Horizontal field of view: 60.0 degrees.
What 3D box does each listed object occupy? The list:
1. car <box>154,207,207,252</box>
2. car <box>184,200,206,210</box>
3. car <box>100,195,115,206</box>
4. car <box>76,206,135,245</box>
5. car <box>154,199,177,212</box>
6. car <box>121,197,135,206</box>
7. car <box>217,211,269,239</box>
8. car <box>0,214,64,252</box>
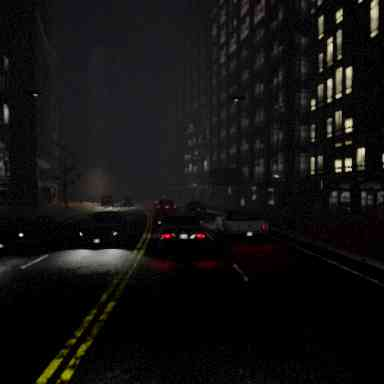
[{"bbox_3d":[-0.467,1.612,14.196,2.033,1.411,5.357,0,0,-4],"label":"car"},{"bbox_3d":[0.253,1.620,35.931,1.882,1.535,5.008,0,0,-9],"label":"car"},{"bbox_3d":[-14.171,1.491,56.030,2.150,2.045,5.566,0,0,-14],"label":"car"},{"bbox_3d":[-4.072,1.627,16.210,2.033,1.411,5.357,0,0,-4],"label":"car"},{"bbox_3d":[-2.735,1.498,34.004,2.097,1.767,4.553,0,0,-9],"label":"car"},{"bbox_3d":[-10.850,1.608,56.064,2.097,1.767,4.553,0,0,-14],"label":"car"},{"bbox_3d":[2.509,1.673,17.778,1.895,1.301,4.718,0,0,-5],"label":"car"},{"bbox_3d":[-7.205,1.679,14.414,1.895,1.301,4.718,0,0,-4],"label":"car"}]
